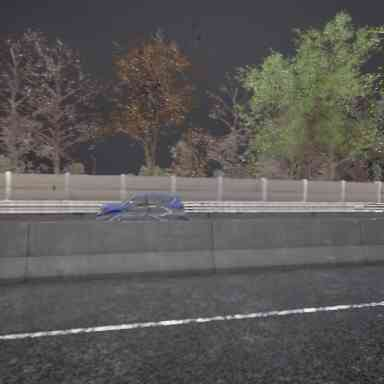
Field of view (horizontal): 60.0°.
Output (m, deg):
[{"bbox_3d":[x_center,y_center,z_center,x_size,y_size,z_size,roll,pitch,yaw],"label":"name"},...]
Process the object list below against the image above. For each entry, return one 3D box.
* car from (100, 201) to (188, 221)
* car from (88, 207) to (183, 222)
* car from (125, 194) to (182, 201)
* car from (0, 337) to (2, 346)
[{"bbox_3d":[-2.639,1.422,17.831,4.892,1.490,1.837,1,0,-15],"label":"car"},{"bbox_3d":[-2.775,1.488,14.180,4.181,1.385,1.994,1,0,-15],"label":"car"},{"bbox_3d":[-3.171,1.123,21.306,5.566,2.045,2.150,1,0,-15],"label":"car"},{"bbox_3d":[-4.673,1.476,2.612,5.357,1.411,2.033,1,0,-15],"label":"car"}]
